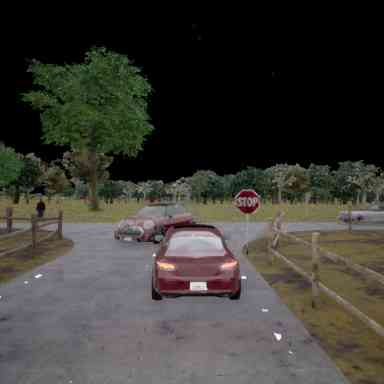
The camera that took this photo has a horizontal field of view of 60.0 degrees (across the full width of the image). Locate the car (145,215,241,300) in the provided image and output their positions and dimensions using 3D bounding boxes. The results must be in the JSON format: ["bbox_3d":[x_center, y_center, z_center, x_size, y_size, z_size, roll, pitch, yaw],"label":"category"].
[{"bbox_3d":[0.038,1.538,8.297,1.812,1.442,4.674,0,0,-2],"label":"car"}]

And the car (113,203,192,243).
[{"bbox_3d":[-1.640,1.378,15.842,2.097,1.767,4.553,0,0,28],"label":"car"}]

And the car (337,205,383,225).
[{"bbox_3d":[12.980,1.606,23.687,4.718,1.301,1.895,0,-1,0],"label":"car"}]

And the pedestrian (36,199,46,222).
[{"bbox_3d":[-12.155,1.433,26.719,0.375,1.860,0.375,0,-1,0],"label":"pedestrian"}]
